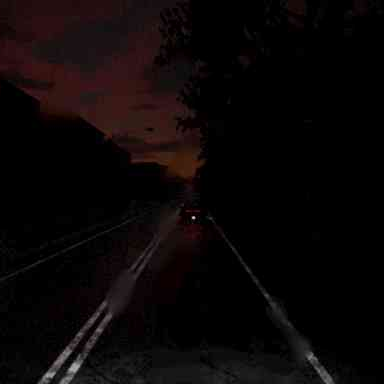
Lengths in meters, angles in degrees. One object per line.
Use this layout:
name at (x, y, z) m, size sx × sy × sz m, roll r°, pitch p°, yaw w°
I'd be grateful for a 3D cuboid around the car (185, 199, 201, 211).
car at (0.100, 1.572, 41.762) m, size 1.895 × 1.301 × 4.718 m, roll 0°, pitch 0°, yaw 0°

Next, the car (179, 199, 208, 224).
car at (0.100, 1.493, 24.955) m, size 1.837 × 1.490 × 4.892 m, roll 0°, pitch 0°, yaw 0°
